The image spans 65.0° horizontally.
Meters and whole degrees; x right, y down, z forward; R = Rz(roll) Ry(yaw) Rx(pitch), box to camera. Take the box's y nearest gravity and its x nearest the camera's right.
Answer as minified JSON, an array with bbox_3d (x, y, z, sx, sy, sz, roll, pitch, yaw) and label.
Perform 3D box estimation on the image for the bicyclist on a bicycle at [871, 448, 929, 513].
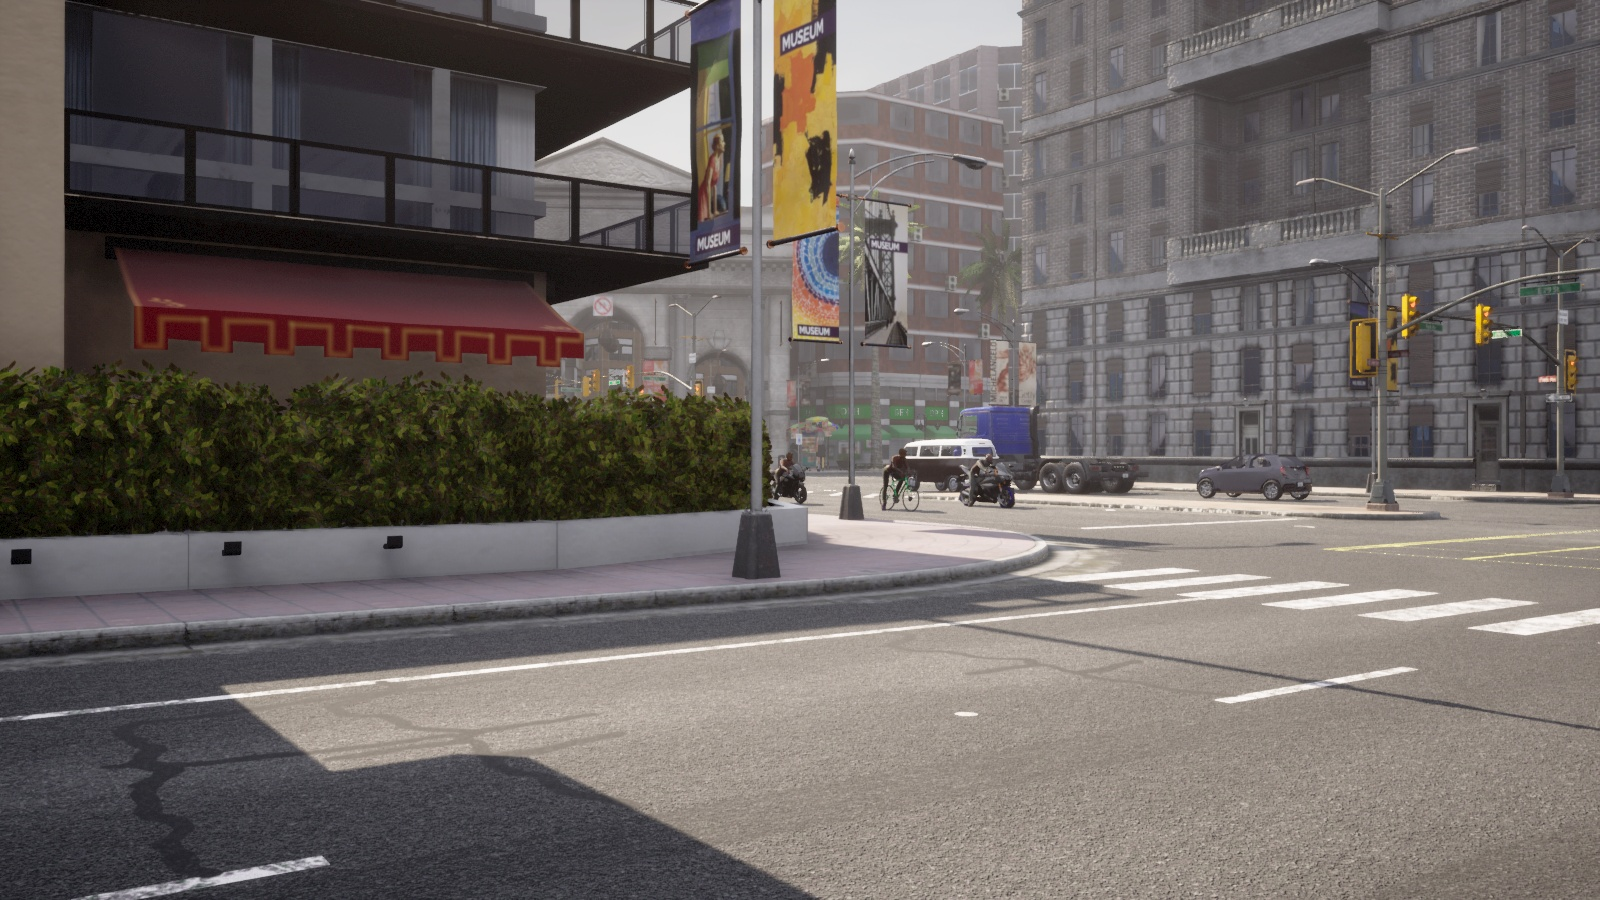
[{"bbox_3d":[2.565,0.772,32.513,0.582,1.620,1.656,0,0,-35],"label":"bicyclist on a bicycle"}]

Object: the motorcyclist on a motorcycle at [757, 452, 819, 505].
[{"bbox_3d":[-0.372,0.818,36.784,0.797,1.523,2.044,0,0,-35],"label":"motorcyclist on a motorcycle"}]

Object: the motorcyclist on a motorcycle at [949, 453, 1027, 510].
[{"bbox_3d":[5.192,0.854,34.869,0.866,1.530,2.191,0,0,-35],"label":"motorcyclist on a motorcycle"}]

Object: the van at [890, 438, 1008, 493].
[{"bbox_3d":[5.675,0.574,48.287,2.069,2.038,4.480,0,0,-34],"label":"van"}]

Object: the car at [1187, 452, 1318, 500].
[{"bbox_3d":[14.795,0.828,41.201,1.845,1.501,3.633,0,0,-35],"label":"car"}]

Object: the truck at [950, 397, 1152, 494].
[{"bbox_3d":[9.565,-0.138,48.807,2.891,3.462,7.936,0,0,-35],"label":"truck"}]
